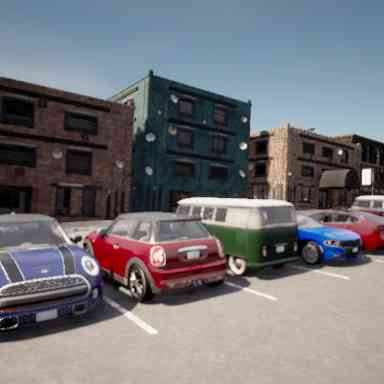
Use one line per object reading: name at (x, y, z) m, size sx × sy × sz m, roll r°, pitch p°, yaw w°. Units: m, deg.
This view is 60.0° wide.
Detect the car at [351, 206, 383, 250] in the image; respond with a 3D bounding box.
car at (5.606, 1.456, 13.425) m, size 2.163 × 1.488 × 4.792 m, roll 0°, pitch 0°, yaw -36°

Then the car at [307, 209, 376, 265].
car at (3.338, 1.426, 11.777) m, size 2.097 × 1.535 × 5.008 m, roll 0°, pitch 0°, yaw -35°

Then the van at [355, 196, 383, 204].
van at (10.120, 1.202, 16.752) m, size 1.878 × 1.987 × 4.442 m, roll 0°, pitch 0°, yaw -36°

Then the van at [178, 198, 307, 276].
van at (0.991, 1.199, 10.240) m, size 1.878 × 1.987 × 4.442 m, roll 0°, pitch 0°, yaw -35°

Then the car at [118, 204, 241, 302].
car at (-1.205, 1.298, 8.492) m, size 2.185 × 1.767 × 4.553 m, roll 0°, pitch 0°, yaw -36°

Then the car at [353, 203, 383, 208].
car at (7.888, 1.457, 15.052) m, size 2.163 × 1.488 × 4.792 m, roll 0°, pitch 0°, yaw -35°

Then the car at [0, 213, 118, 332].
car at (-3.524, 1.298, 6.915) m, size 2.185 × 1.767 × 4.553 m, roll 0°, pitch 0°, yaw -36°
